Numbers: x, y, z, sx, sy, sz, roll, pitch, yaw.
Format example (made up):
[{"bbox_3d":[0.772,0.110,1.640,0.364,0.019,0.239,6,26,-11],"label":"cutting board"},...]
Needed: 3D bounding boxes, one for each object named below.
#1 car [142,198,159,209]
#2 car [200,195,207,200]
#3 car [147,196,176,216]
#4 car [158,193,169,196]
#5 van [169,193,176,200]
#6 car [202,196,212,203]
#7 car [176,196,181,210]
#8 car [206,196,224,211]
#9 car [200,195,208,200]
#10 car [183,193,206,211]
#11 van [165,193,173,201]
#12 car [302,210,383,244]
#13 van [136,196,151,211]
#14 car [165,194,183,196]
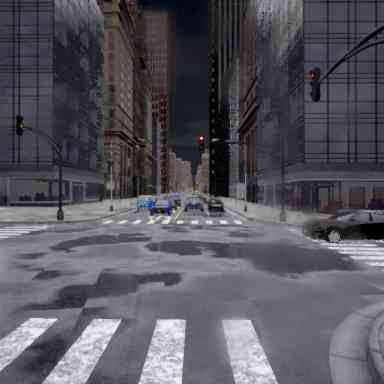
[{"bbox_3d":[-5.637,1.546,46.022,1.802,1.307,4.206,0,0,0],"label":"car"},{"bbox_3d":[3.149,1.408,91.165,2.008,1.369,4.403,0,0,0],"label":"car"},{"bbox_3d":[-2.948,1.457,32.875,1.882,1.535,5.008,0,0,0],"label":"car"},{"bbox_3d":[-5.571,1.384,57.319,1.967,1.590,4.097,0,0,0],"label":"car"},{"bbox_3d":[-5.374,1.198,91.210,1.690,1.788,3.998,0,0,0],"label":"van"},{"bbox_3d":[3.019,1.464,68.570,1.887,1.381,4.507,0,0,0],"label":"car"},{"bbox_3d":[-2.876,1.532,42.834,1.994,1.385,4.181,0,0,1],"label":"car"},{"bbox_3d":[2.856,1.537,40.325,1.947,1.339,4.313,0,0,0],"label":"car"},{"bbox_3d":[3.117,1.455,85.517,1.802,1.307,4.206,0,0,0],"label":"car"},{"bbox_3d":[0.256,1.324,39.332,2.097,1.767,4.553,0,0,1],"label":"car"},{"bbox_3d":[-5.439,1.230,79.914,1.690,1.788,3.998,0,0,0],"label":"van"},{"bbox_3d":[7.832,1.602,15.963,5.008,1.535,1.882,1,0,-6],"label":"car"},{"bbox_3d":[-5.668,1.313,40.373,1.690,1.788,3.998,0,0,0],"label":"van"},{"bbox_3d":[-2.747,1.499,53.187,2.033,1.411,5.357,0,0,1],"label":"car"}]
